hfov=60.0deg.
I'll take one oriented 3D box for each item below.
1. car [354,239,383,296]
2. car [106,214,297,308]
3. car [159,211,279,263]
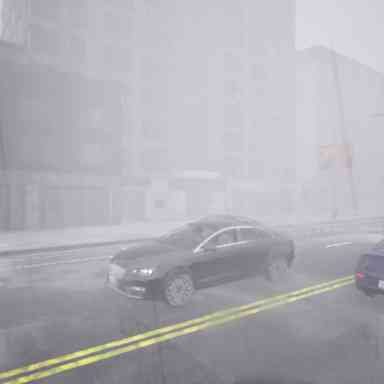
[{"bbox_3d":[5.364,1.496,7.274,4.674,1.442,1.812,0,0,-36],"label":"car"},{"bbox_3d":[0.437,1.474,7.991,4.902,1.511,2.128,0,0,-36],"label":"car"},{"bbox_3d":[1.098,1.535,12.457,4.181,1.385,1.994,0,0,-36],"label":"car"}]
